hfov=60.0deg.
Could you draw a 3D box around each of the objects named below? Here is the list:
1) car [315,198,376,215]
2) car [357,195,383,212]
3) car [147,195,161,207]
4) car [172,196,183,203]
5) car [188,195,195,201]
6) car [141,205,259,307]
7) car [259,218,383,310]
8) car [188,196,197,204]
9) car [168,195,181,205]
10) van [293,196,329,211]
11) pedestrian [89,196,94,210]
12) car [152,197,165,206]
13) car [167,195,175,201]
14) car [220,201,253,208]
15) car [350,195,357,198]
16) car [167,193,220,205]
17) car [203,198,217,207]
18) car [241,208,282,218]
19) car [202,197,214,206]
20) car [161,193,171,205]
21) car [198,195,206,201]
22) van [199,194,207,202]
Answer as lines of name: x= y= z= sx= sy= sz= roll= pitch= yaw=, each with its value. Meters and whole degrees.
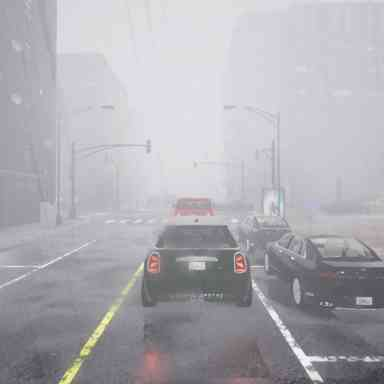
car: x=13.693 y=1.413 z=29.839 sx=4.206 sy=1.307 sz=1.802 roll=0 pitch=0 yaw=0
car: x=20.905 y=1.340 z=35.588 sx=5.008 sy=1.535 sz=1.882 roll=0 pitch=-1 yaw=0
car: x=-5.693 y=1.334 z=51.434 sx=2.192 sy=1.841 sz=5.009 roll=1 pitch=0 yaw=0
car: x=-3.024 y=1.553 z=70.725 sx=2.128 sy=1.511 sz=4.902 roll=0 pitch=0 yaw=0
car: x=-0.031 y=1.538 z=90.876 sx=1.837 sy=1.490 sz=4.892 roll=0 pitch=0 yaw=0
car: x=0.098 y=1.354 z=8.130 sx=2.097 sy=1.767 sz=4.553 roll=0 pitch=0 yaw=0
car: x=2.828 y=1.553 z=7.634 sx=2.008 sy=1.369 sz=4.403 roll=1 pitch=0 yaw=0
car: x=0.076 y=1.552 z=67.054 sx=1.812 sy=1.442 sz=4.674 roll=0 pitch=0 yaw=0
car: x=-3.089 y=1.375 z=60.655 sx=2.097 sy=1.767 sz=4.553 roll=0 pitch=0 yaw=0
van: x=13.751 y=1.297 z=38.220 sx=3.998 sy=1.788 sz=1.690 roll=0 pitch=0 yaw=0
pedestrian: x=-12.543 y=1.348 z=41.356 sx=0.375 sy=1.860 sz=0.375 roll=0 pitch=0 yaw=0
car: x=-5.698 y=1.566 z=57.005 sx=1.887 sy=1.381 sz=4.507 roll=1 pitch=0 yaw=0
car: x=-5.710 y=1.603 z=90.431 sx=1.947 sy=1.339 sz=4.313 roll=1 pitch=0 yaw=0
car: x=4.086 y=1.593 z=35.701 sx=4.718 sy=1.301 sz=1.895 roll=0 pitch=-1 yaw=0
car: x=19.278 y=1.228 z=38.183 sx=5.009 sy=1.841 sz=2.192 roll=0 pitch=0 yaw=0
car: x=0.082 y=1.228 z=17.601 sx=2.150 sy=2.045 sz=5.566 roll=0 pitch=0 yaw=0
car: x=2.683 y=1.585 z=51.396 sx=1.947 sy=1.339 sz=4.313 roll=1 pitch=0 yaw=0
car: x=2.826 y=1.555 z=13.204 sx=2.008 sy=1.369 sz=4.403 roll=1 pitch=0 yaw=0
car: x=2.681 y=1.604 z=56.967 sx=1.802 sy=1.307 sz=4.206 roll=1 pitch=0 yaw=0
car: x=-3.138 y=1.240 z=51.086 sx=2.150 sy=2.045 sz=5.566 roll=0 pitch=0 yaw=0
car: x=2.671 y=1.582 z=90.394 sx=1.887 sy=1.381 sz=4.507 roll=1 pitch=0 yaw=0
van: x=2.677 y=1.373 z=79.253 sx=1.690 sy=1.788 sz=3.998 roll=1 pitch=0 yaw=0
